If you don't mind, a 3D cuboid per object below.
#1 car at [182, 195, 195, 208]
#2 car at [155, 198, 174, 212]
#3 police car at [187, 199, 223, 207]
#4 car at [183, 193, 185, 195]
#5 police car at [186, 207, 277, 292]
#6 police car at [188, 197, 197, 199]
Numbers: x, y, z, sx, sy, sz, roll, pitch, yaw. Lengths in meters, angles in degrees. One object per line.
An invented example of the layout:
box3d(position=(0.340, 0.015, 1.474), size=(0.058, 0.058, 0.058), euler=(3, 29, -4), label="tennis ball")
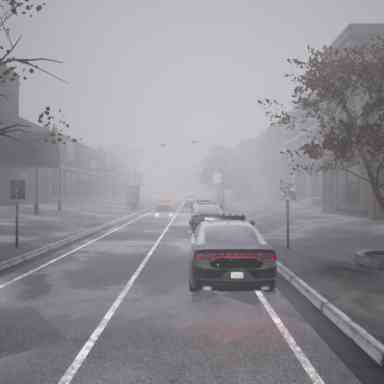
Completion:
box3d(position=(-0.106, 1.504, 46.689), size=(1.812, 1.442, 4.674), euler=(0, 0, 0), label="car")
box3d(position=(-3.100, 1.474, 38.422), size=(1.882, 1.535, 5.008), euler=(0, 0, 0), label="car")
box3d(position=(0.851, 1.426, 19.108), size=(1.930, 1.638, 5.238), euler=(0, 0, 0), label="police car")
box3d(position=(-0.156, 1.252, 59.807), size=(2.097, 1.767, 4.553), euler=(0, 0, 0), label="car")
box3d(position=(0.878, 1.426, 9.108), size=(1.930, 1.638, 5.238), euler=(0, 0, 0), label="police car")
box3d(position=(0.836, 1.426, 25.108), size=(1.930, 1.638, 5.238), euler=(0, 0, 0), label="police car")
